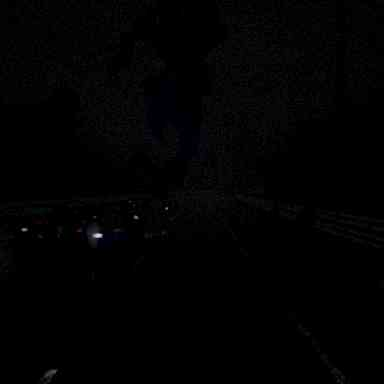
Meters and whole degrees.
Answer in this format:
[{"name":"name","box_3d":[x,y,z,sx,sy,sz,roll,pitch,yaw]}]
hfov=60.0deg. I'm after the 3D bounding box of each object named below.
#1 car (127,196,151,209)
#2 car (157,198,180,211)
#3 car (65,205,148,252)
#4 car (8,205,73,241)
[{"name":"car","box_3d":[-5.748,1.171,36.077,2.128,1.511,4.902,0,1,3]},{"name":"car","box_3d":[-2.331,1.294,34.693,1.895,1.301,4.718,0,1,3]},{"name":"car","box_3d":[-3.198,1.450,13.412,1.994,1.385,4.181,0,1,1]},{"name":"car","box_3d":[-6.637,1.341,15.790,1.882,1.535,5.008,0,1,2]}]
